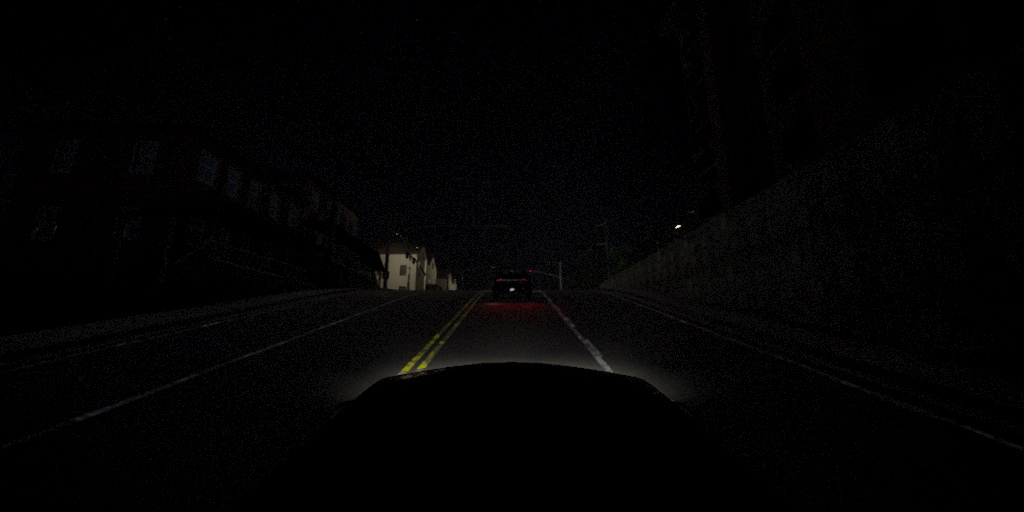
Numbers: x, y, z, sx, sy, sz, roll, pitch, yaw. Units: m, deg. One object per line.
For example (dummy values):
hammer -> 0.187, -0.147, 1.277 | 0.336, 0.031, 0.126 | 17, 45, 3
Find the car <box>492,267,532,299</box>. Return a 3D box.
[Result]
car -> -0.001, 1.312, 18.275 | 2.128, 1.511, 4.902 | 0, -1, 0
